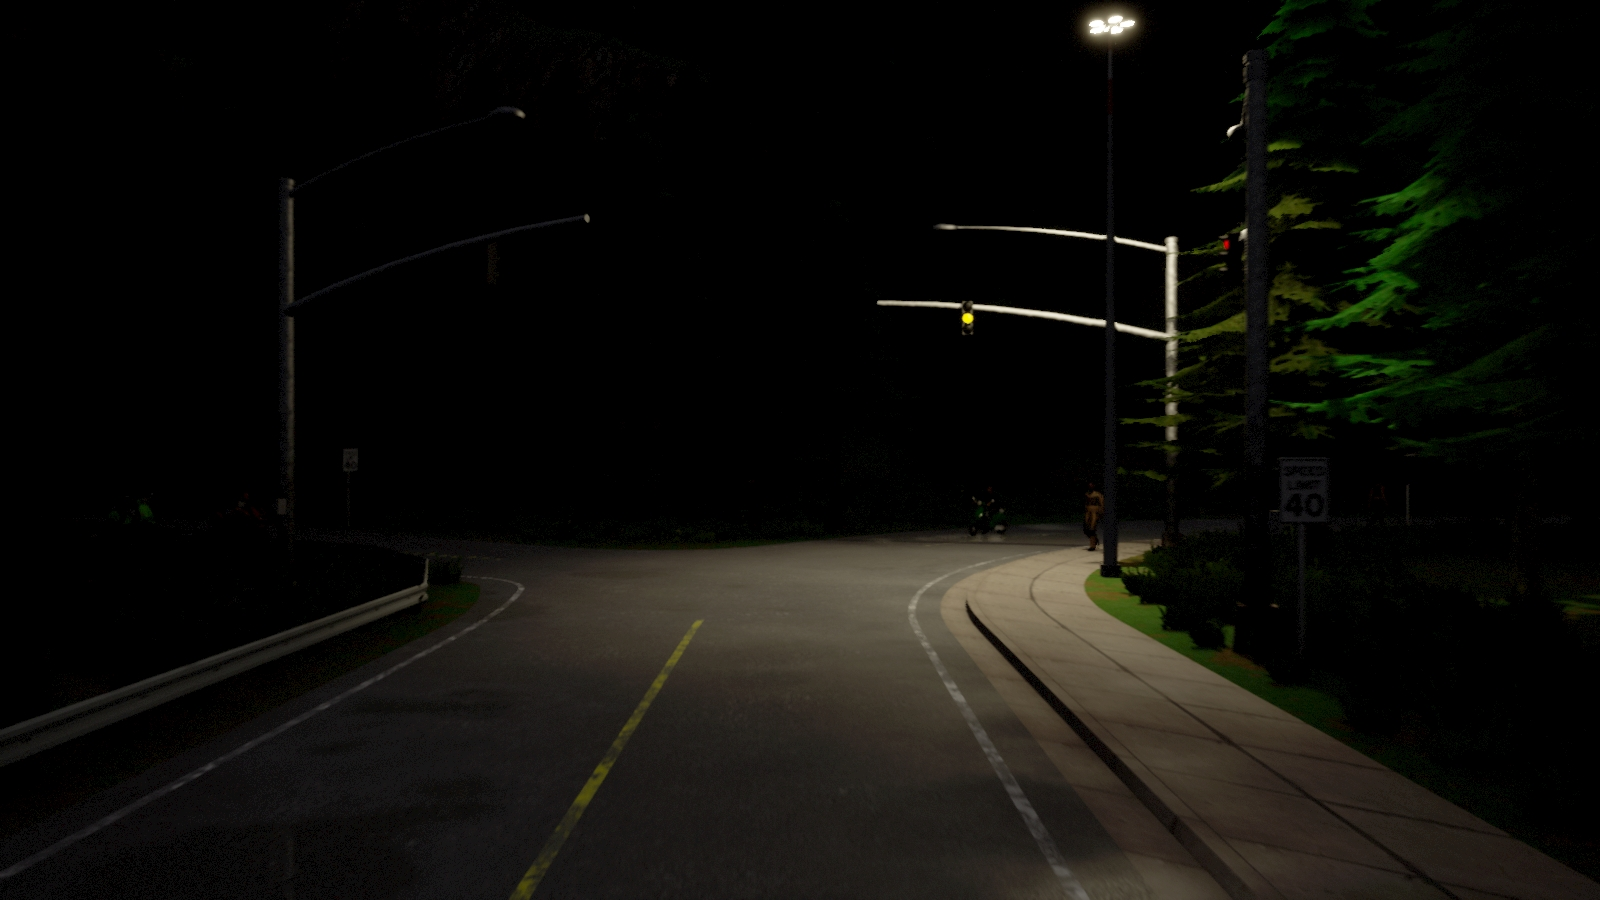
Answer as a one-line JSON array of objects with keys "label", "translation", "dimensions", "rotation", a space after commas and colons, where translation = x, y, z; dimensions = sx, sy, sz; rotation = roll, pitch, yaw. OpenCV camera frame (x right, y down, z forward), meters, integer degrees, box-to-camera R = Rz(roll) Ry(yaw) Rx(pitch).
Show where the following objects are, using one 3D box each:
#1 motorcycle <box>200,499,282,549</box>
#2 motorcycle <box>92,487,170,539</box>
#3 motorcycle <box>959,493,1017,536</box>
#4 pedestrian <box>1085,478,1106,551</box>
[{"label": "motorcycle", "translation": [-15.065, 1.973, 30.790], "dimensions": [2.033, 1.199, 0.803], "rotation": [2, 1, 22]}, {"label": "motorcycle", "translation": [-18.833, 1.756, 32.171], "dimensions": [1.805, 1.316, 0.856], "rotation": [3, 1, 16]}, {"label": "motorcycle", "translation": [6.214, 2.119, 37.741], "dimensions": [1.805, 1.316, 0.856], "rotation": [0, 0, -37]}, {"label": "pedestrian", "translation": [7.715, 1.673, 29.836], "dimensions": [0.375, 1.860, 0.375], "rotation": [0, 0, -41]}]
